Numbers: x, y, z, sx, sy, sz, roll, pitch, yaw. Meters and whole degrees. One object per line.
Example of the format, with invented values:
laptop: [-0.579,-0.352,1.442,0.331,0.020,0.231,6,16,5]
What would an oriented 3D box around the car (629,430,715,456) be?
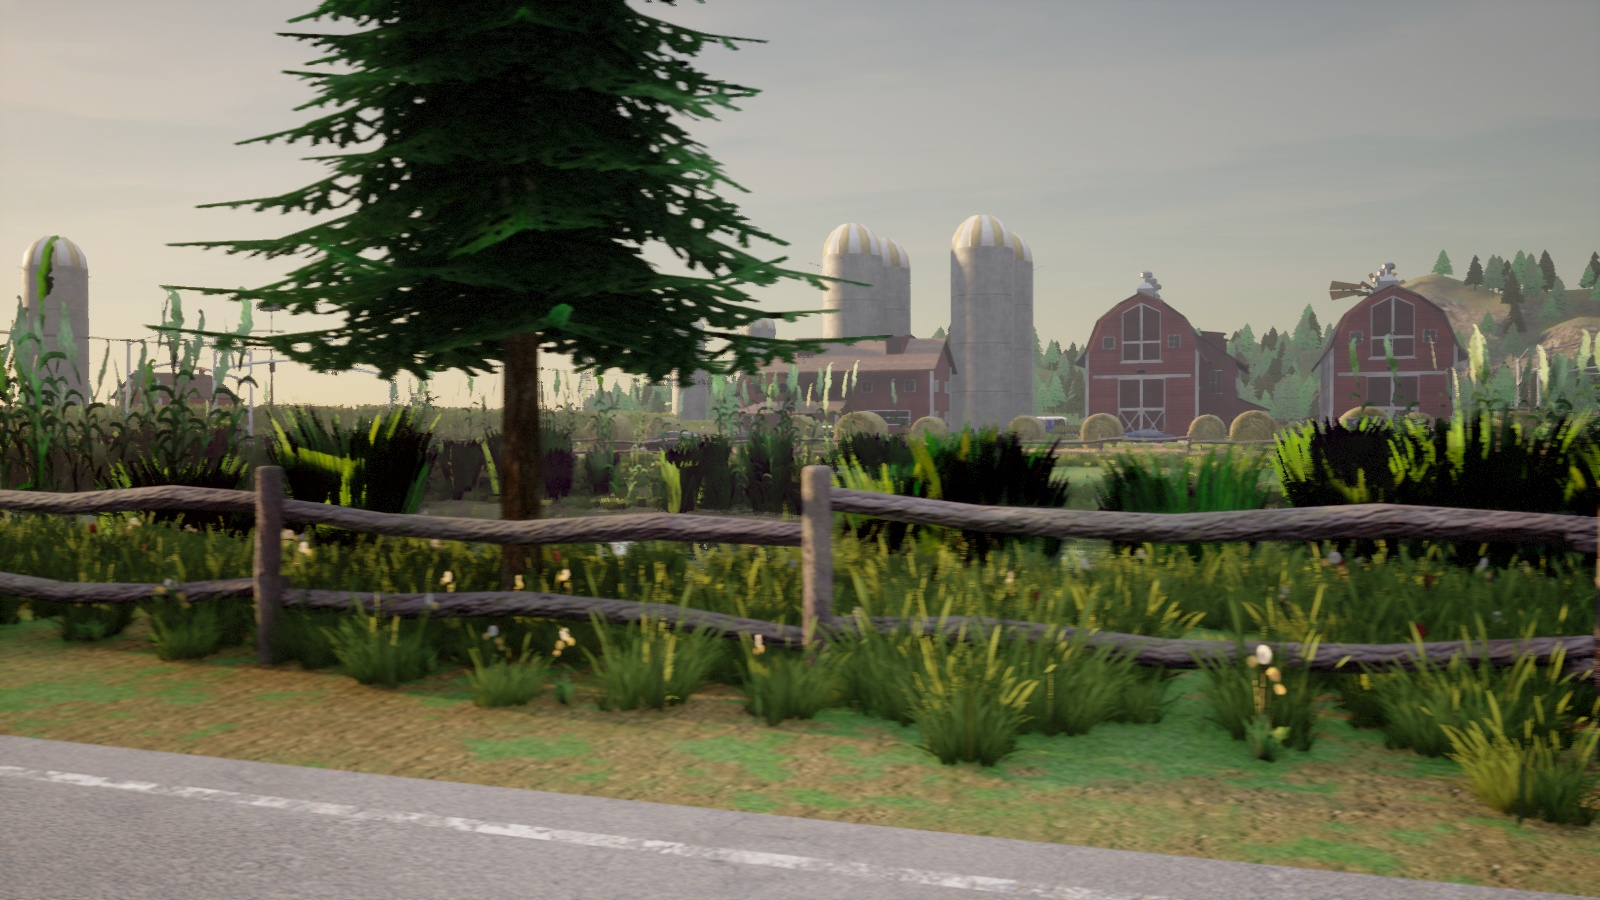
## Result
car: [-7.753,-0.442,76.135,4.892,1.490,1.837,1,1,24]

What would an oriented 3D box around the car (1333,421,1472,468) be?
car: [27.253,-0.291,56.980,5.566,2.045,2.150,1,1,24]
